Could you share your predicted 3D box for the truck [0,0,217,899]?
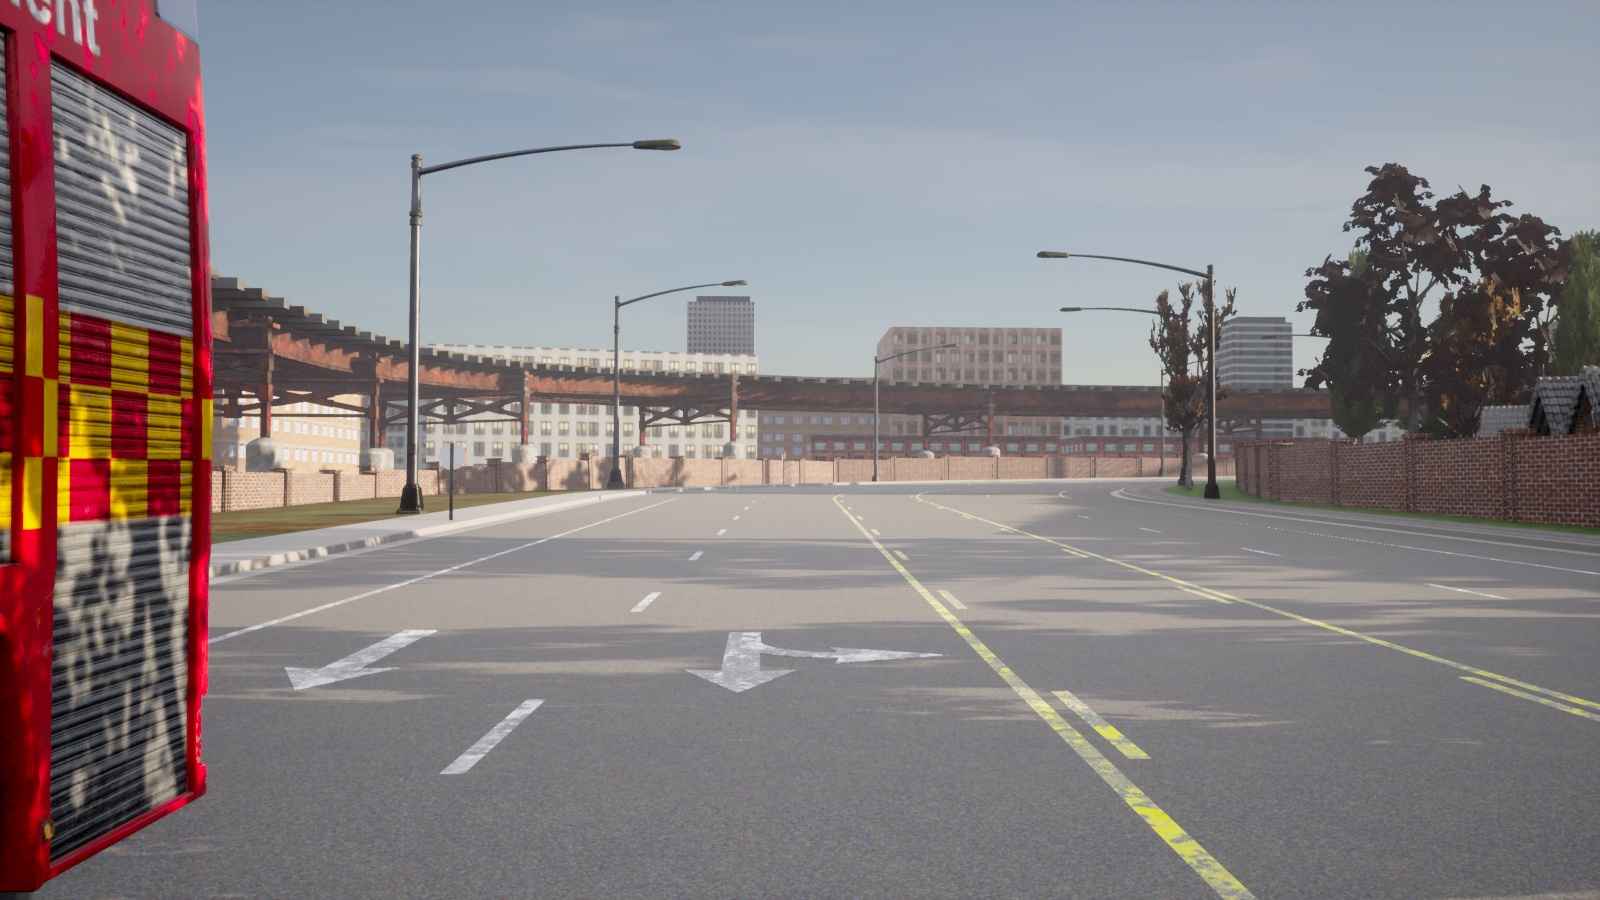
[{"bbox_3d":[-3.504,-0.332,0.213,2.891,3.827,8.468,0,-1,0],"label":"truck"}]
